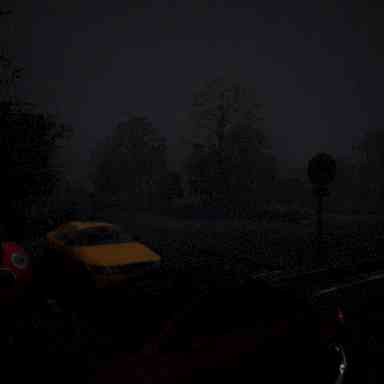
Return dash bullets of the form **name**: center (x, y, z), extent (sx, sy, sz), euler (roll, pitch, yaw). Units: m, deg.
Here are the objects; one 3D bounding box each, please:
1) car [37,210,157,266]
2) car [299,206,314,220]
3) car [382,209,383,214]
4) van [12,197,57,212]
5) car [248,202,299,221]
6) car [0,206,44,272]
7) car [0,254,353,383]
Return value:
- **car**: center (-2.661, 1.500, 9.187), extent (1.946, 1.575, 5.366), euler (1, 0, -36)
- **car**: center (9.976, 1.883, 33.712), extent (2.185, 1.767, 4.553), euler (2, -1, -36)
- **car**: center (29.829, 2.703, 47.764), extent (2.002, 1.452, 4.674), euler (2, -1, -35)
- **van**: center (-9.362, 1.284, 19.564), extent (1.878, 1.987, 4.442), euler (1, 0, -36)
- **car**: center (7.431, 1.966, 31.815), extent (2.002, 1.452, 4.674), euler (2, -1, -36)
- **car**: center (-5.150, 1.349, 7.653), extent (2.185, 1.767, 4.553), euler (1, 0, -36)
- **car**: center (-0.137, 1.578, 3.586), extent (4.181, 1.385, 1.994), euler (1, 0, -36)
